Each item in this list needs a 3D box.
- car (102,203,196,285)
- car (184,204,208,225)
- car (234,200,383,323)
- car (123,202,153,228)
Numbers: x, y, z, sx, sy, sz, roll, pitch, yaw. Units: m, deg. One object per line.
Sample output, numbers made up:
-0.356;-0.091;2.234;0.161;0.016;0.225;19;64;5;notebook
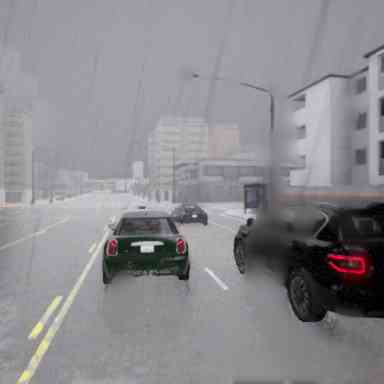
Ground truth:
-1.373;1.326;9.747;2.097;1.767;4.553;0;0;-9;car
-0.232;1.493;22.968;1.994;1.385;4.181;0;0;-11;car
2.627;1.190;7.378;2.150;2.045;5.566;0;0;-9;car
-3.740;1.471;22.627;1.812;1.442;4.674;0;0;-11;car
